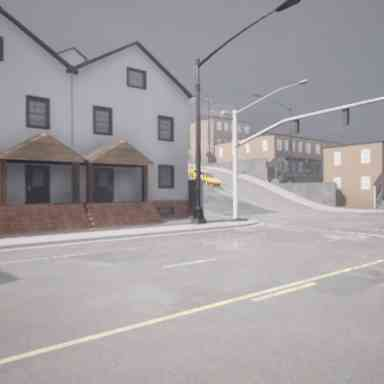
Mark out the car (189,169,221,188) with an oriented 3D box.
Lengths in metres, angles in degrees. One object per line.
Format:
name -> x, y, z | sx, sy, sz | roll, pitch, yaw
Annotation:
car -> 1.585, -1.825, 40.148 | 1.882, 1.535, 5.008 | 0, 19, -37
